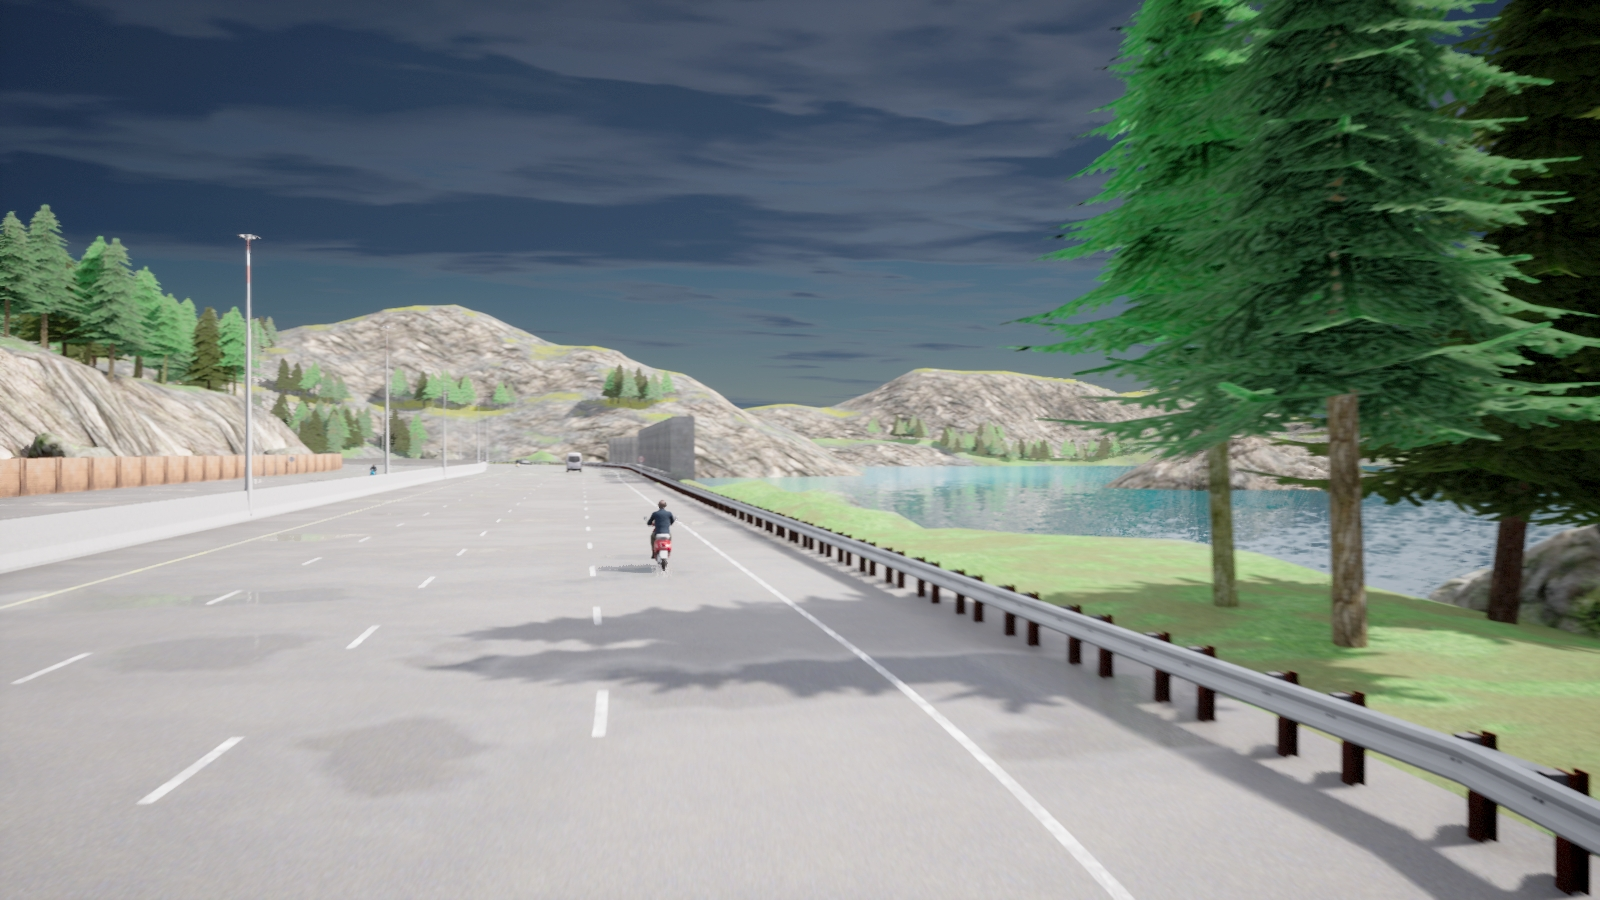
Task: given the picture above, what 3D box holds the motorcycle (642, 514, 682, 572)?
[{"bbox_3d":[-3.318,2.195,27.370,0.856,1.236,1.805,0,0,-10],"label":"motorcycle"}]
